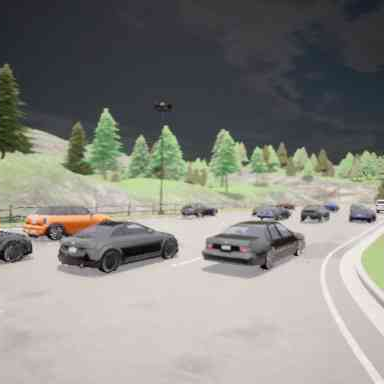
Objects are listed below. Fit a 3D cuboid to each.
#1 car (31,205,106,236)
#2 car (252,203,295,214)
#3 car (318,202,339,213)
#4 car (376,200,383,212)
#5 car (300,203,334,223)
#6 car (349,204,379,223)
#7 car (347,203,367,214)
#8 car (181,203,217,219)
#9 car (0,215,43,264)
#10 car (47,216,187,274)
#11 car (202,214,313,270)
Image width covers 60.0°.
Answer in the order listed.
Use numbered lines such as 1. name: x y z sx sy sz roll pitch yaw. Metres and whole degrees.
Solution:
1. car: -6.332 1.461 17.614 2.097 1.767 4.553 0 -1 35
2. car: 8.035 2.038 32.307 2.033 1.411 5.357 0 -1 35
3. car: 21.762 2.401 52.236 1.882 1.535 5.008 0 -1 35
4. car: 30.055 2.265 51.935 2.150 2.045 5.566 0 -1 35
5. car: 11.670 2.040 31.414 1.837 1.490 4.892 0 -1 35
6. car: 16.740 2.188 32.606 1.994 1.385 4.181 0 -1 35
7. car: 25.821 2.528 51.961 2.033 1.411 5.357 0 -1 35
8. car: 0.826 1.895 34.180 2.128 1.511 4.902 0 -1 35
9. car: -7.200 1.576 10.186 1.994 1.385 4.181 0 -1 35
10. car: -2.288 1.658 11.147 1.994 1.385 4.181 0 -1 35
11. car: 2.411 1.720 11.800 2.033 1.411 5.357 0 -1 35
